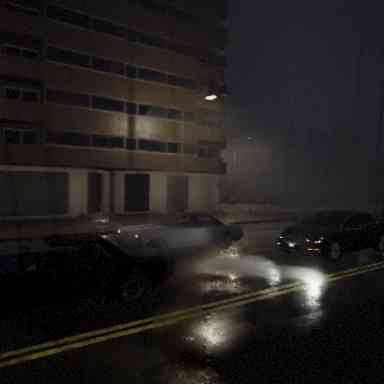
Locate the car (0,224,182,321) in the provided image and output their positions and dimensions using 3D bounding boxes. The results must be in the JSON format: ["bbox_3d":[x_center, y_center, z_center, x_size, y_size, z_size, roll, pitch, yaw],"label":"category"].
[{"bbox_3d":[-2.740,1.504,6.342,4.718,1.301,1.895,0,1,-35],"label":"car"}]

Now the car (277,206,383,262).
[{"bbox_3d":[5.107,1.402,11.757,4.892,1.490,1.837,0,1,-34],"label":"car"}]

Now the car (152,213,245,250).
[{"bbox_3d":[-0.375,1.453,12.230,4.718,1.301,1.895,0,1,-35],"label":"car"}]
